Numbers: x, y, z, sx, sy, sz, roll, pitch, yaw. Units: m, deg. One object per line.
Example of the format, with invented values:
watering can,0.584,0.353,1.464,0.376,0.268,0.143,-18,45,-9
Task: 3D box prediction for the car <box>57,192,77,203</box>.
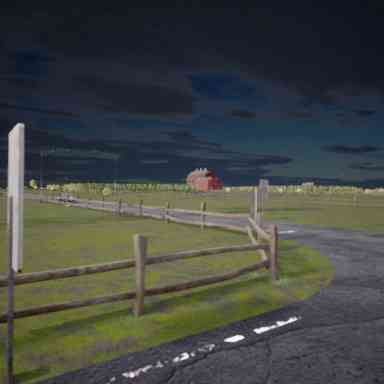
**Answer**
car,-18.801,0.823,49.851,2.128,1.511,4.902,1,0,-36
